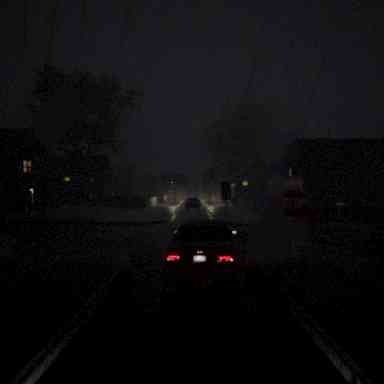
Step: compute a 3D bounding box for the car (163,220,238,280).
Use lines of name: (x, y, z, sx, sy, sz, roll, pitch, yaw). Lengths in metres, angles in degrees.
car: (0.366, 1.536, 9.926, 2.033, 1.411, 5.357, 0, 0, 4)

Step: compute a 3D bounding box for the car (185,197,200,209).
car: (0.111, 1.461, 44.752, 1.882, 1.535, 5.008, 0, 0, 0)
